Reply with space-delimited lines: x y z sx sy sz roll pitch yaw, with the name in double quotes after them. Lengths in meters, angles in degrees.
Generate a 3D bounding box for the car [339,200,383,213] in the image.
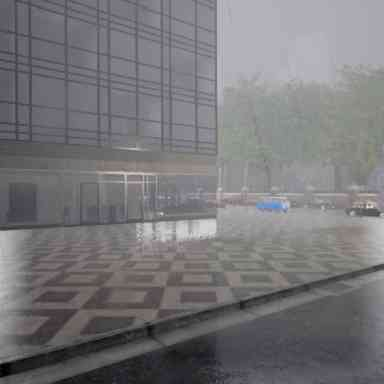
19.503 1.588 38.605 1.802 1.307 4.206 -1 0 -35 "car"

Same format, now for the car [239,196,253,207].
9.944 1.655 52.148 1.802 1.307 4.206 -1 0 -35 "car"

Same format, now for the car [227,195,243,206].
6.756 1.401 56.661 2.192 1.841 5.009 -1 0 -35 "car"

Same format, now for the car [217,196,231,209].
2.985 1.685 47.222 1.887 1.381 4.507 -1 0 -35 "car"

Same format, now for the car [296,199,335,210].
16.317 1.584 43.119 2.008 1.369 4.403 -1 0 -35 "car"

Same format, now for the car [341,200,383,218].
15.730 1.593 29.165 2.008 1.369 4.403 -1 0 -35 "car"

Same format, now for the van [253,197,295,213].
9.355 1.442 38.193 1.690 1.788 3.998 -1 0 -35 "van"
